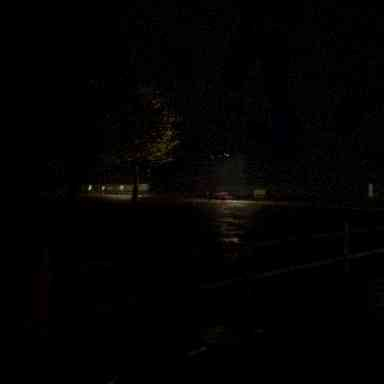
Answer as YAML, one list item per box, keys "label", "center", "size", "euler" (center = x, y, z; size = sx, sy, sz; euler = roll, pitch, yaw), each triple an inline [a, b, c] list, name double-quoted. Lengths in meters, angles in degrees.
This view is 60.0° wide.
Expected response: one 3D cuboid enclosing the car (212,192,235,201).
- label: "car"
  center: [5.248, 0.770, 56.110]
  size: [1.994, 1.385, 4.181]
  euler: [1, 0, -35]
